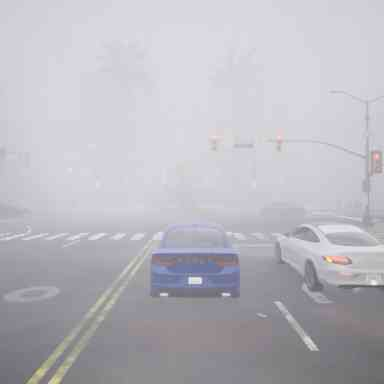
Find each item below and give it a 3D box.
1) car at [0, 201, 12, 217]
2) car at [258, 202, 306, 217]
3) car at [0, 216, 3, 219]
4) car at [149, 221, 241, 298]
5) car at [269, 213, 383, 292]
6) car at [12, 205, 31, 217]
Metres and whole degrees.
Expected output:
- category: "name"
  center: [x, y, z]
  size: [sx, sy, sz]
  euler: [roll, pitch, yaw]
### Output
- category: "car"
  center: [-17.174, 1.564, 26.483]
  size: [4.181, 1.385, 1.994]
  euler: [0, 0, 6]
- category: "car"
  center: [8.145, 1.564, 30.366]
  size: [4.181, 1.385, 1.994]
  euler: [0, 0, 0]
- category: "car"
  center: [-7.022, 1.547, 7.769]
  size: [2.033, 1.411, 5.357]
  euler: [0, 0, 1]
- category: "car"
  center: [0.071, 1.478, 8.589]
  size: [1.882, 1.535, 5.008]
  euler: [0, 0, 0]
- category: "car"
  center: [3.572, 1.526, 8.837]
  size: [1.812, 1.442, 4.674]
  euler: [0, 0, 0]
- category: "car"
  center: [-17.762, 1.547, 30.370]
  size: [5.357, 1.411, 2.033]
  euler: [0, 0, 0]
